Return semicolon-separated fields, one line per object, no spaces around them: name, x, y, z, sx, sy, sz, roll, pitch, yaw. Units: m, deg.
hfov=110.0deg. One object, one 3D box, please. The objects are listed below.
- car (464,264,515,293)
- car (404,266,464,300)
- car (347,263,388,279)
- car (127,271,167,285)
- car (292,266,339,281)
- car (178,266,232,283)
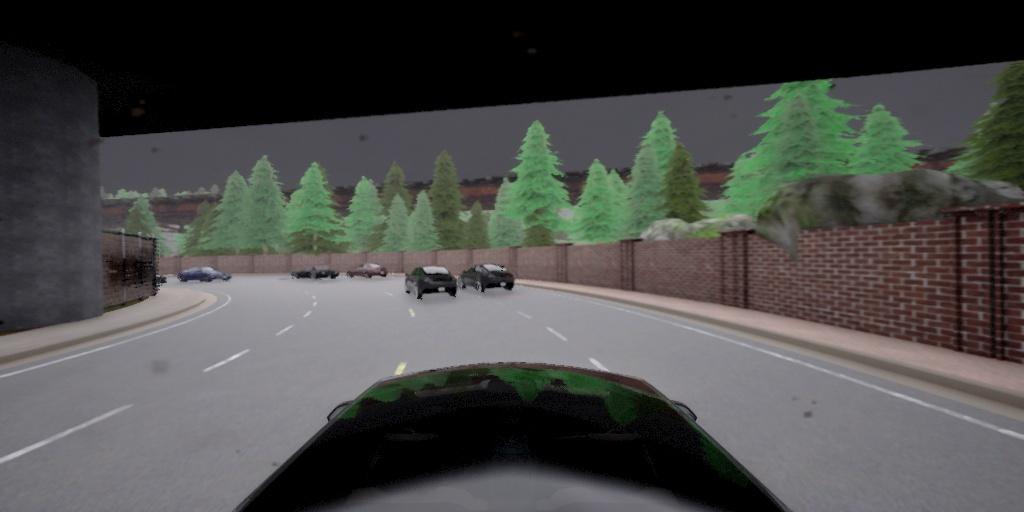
car;-1.557;1.201;20.473;1.837;1.490;4.892;0;0;-27
car;-4.220;1.259;18.225;1.837;1.490;4.892;0;0;-26
car;-13.622;1.386;33.822;4.674;1.442;1.812;-1;0;35
car;-31.057;1.767;29.705;4.181;1.385;1.994;-1;0;13
car;-17.916;1.547;32.547;4.718;1.301;1.895;-1;0;30
car;-27.923;1.658;32.555;4.674;1.442;1.812;-1;0;14
